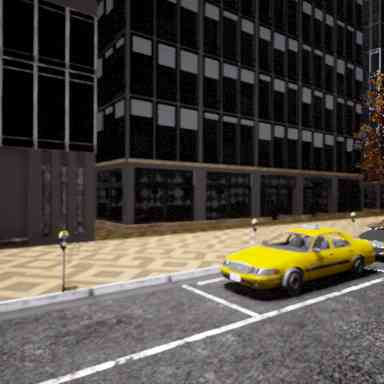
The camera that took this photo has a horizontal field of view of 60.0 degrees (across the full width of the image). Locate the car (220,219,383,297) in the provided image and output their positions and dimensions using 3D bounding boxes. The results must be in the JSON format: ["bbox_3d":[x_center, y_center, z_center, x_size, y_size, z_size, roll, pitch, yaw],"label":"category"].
[{"bbox_3d":[2.910,1.539,8.634,4.829,1.417,1.752,0,0,-36],"label":"car"}]
